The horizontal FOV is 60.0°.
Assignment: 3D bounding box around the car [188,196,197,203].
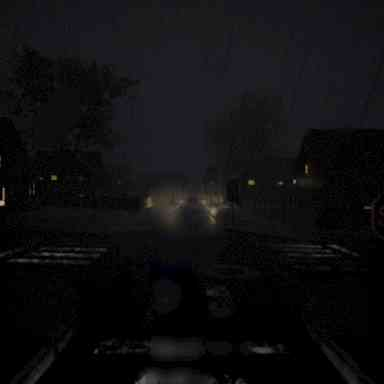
[{"bbox_3d":[0.119,1.521,67.819,1.882,1.535,5.008,0,0,0],"label":"car"}]
